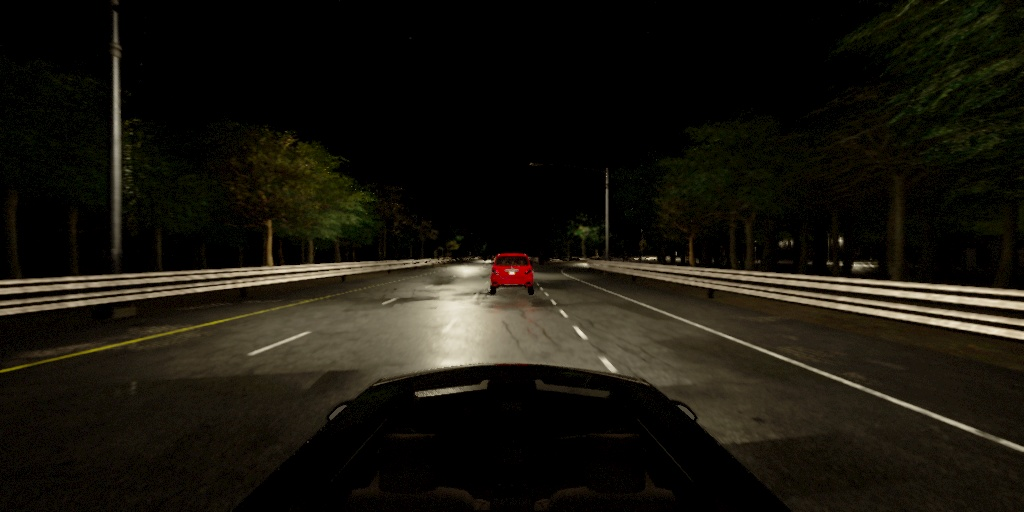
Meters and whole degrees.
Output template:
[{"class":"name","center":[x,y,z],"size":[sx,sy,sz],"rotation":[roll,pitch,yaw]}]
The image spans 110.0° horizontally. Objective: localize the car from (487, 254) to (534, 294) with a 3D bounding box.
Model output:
[{"class":"car","center":[-0.004,0.900,19.662],"size":[2.150,2.045,5.566],"rotation":[0,0,0]}]
